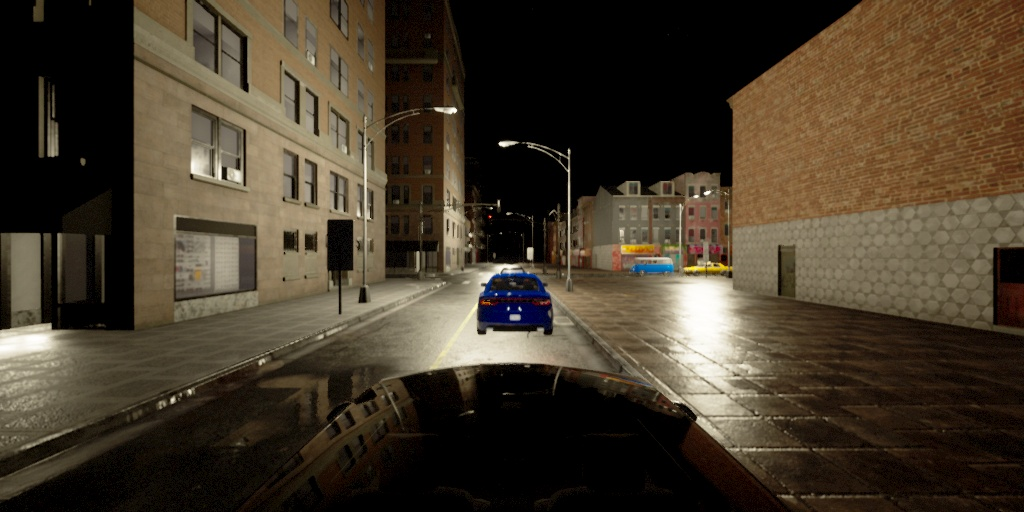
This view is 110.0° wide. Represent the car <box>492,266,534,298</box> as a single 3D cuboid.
[{"bbox_3d":[0.039,1.305,19.271,1.994,1.385,4.181,0,0,0],"label":"car"}]

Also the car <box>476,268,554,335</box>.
[{"bbox_3d":[0.070,1.223,10.502,1.882,1.535,5.008,0,0,0],"label":"car"}]

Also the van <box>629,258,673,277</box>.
[{"bbox_3d":[13.622,1.070,35.057,3.998,1.789,1.690,0,0,0],"label":"van"}]

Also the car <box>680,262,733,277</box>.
[{"bbox_3d":[19.064,1.250,35.068,4.829,1.417,1.751,0,0,0],"label":"car"}]
